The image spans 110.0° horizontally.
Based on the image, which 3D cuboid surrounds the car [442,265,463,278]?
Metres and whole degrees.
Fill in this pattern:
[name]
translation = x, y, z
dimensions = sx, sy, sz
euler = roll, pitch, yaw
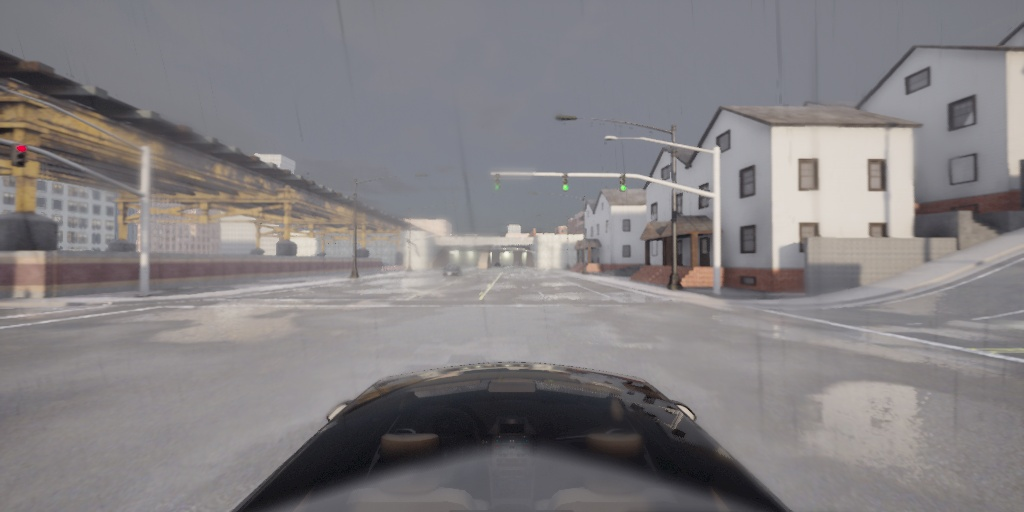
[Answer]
[car]
translation = -6.991, 1.800, 42.507
dimensions = 2.128, 1.511, 4.902
euler = 0, 0, 0
